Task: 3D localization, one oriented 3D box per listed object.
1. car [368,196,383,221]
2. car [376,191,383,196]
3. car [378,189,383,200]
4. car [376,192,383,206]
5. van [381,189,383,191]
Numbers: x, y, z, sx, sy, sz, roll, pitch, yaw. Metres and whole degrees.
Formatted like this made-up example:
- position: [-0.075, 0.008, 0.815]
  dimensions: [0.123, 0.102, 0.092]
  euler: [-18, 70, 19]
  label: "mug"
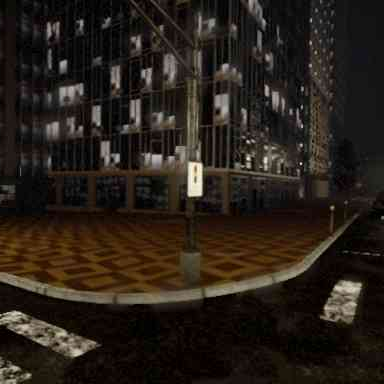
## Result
- position: [13.130, 1.222, 22.674]
  dimensions: [1.947, 1.339, 4.313]
  euler: [1, 1, 30]
  label: "car"
- position: [18.814, 0.967, 32.450]
  dimensions: [1.967, 1.590, 4.097]
  euler: [1, 1, 30]
  label: "car"
- position: [35.863, 0.455, 61.781]
  dimensions: [2.192, 1.841, 5.009]
  euler: [1, 1, 30]
  label: "car"
- position: [24.497, 0.838, 42.228]
  dimensions: [1.967, 1.590, 4.097]
  euler: [1, 1, 30]
  label: "car"
- position: [21.657, 0.804, 37.336]
  dimensions: [1.690, 1.788, 3.998]
  euler: [1, 1, 30]
  label: "van"
